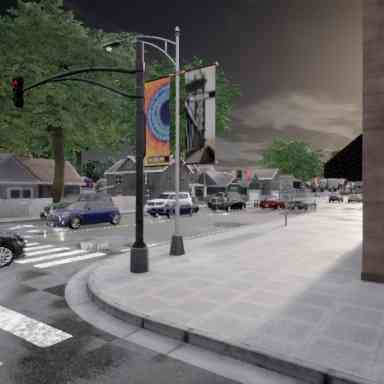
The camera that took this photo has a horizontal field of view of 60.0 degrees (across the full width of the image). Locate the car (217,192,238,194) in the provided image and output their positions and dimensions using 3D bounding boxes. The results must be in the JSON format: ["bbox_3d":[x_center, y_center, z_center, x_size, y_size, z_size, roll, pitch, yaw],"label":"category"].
[{"bbox_3d":[4.083,1.004,41.412,2.150,2.045,5.566,0,0,35],"label":"car"}]

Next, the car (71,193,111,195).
[{"bbox_3d":[-8.167,1.120,24.373,2.150,2.045,5.566,0,0,34],"label":"car"}]

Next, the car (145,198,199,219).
[{"bbox_3d":[-1.463,1.462,28.114,1.895,1.301,4.718,0,0,36],"label":"car"}]

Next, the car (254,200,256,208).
[{"bbox_3d":[9.788,1.248,43.778,2.128,1.511,4.902,0,0,36],"label":"car"}]

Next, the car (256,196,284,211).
[{"bbox_3d":[9.378,1.264,37.338,1.882,1.535,5.008,0,0,36],"label":"car"}]

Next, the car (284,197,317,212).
[{"bbox_3d":[11.775,1.295,35.103,1.837,1.490,4.892,0,0,36],"label":"car"}]

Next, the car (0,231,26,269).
[{"bbox_3d":[-7.015,1.476,8.840,1.837,1.490,4.892,0,0,36],"label":"car"}]

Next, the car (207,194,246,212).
[{"bbox_3d":[3.989,1.287,35.715,1.882,1.535,5.008,0,0,35],"label":"car"}]

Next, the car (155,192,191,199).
[{"bbox_3d":[-2.174,1.063,32.683,2.150,2.045,5.566,0,0,35],"label":"car"}]

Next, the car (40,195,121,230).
[{"bbox_3d":[-6.690,1.263,20.797,2.097,1.767,4.553,0,0,35],"label":"car"}]

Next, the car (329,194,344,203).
[{"bbox_3d":[26.656,1.146,61.484,1.837,1.490,4.892,0,0,36],"label":"car"}]

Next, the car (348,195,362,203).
[{"bbox_3d":[29.294,1.207,59.587,1.994,1.385,4.181,0,0,36],"label":"car"}]
